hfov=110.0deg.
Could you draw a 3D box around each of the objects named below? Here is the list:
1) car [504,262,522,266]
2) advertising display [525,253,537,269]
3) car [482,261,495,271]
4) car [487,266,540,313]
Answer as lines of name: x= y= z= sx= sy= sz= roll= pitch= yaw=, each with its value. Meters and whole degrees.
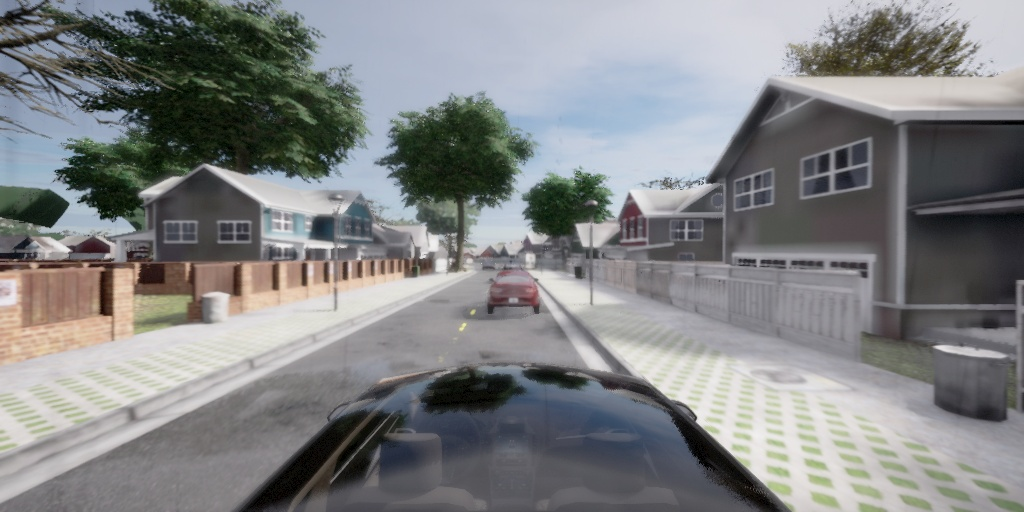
car: x=0.061 y=1.238 z=28.771 sx=2.128 sy=1.511 sz=4.902 roll=0 pitch=0 yaw=0
advertising display: x=2.605 y=0.811 z=50.821 sx=1.540 sy=2.440 sz=0.280 roll=0 pitch=0 yaw=-4
car: x=-3.291 y=1.339 z=50.525 sx=2.033 sy=1.411 sz=5.357 roll=0 pitch=0 yaw=-4
car: x=0.068 y=1.265 z=13.820 sx=1.812 sy=1.442 sz=4.674 roll=0 pitch=0 yaw=0
